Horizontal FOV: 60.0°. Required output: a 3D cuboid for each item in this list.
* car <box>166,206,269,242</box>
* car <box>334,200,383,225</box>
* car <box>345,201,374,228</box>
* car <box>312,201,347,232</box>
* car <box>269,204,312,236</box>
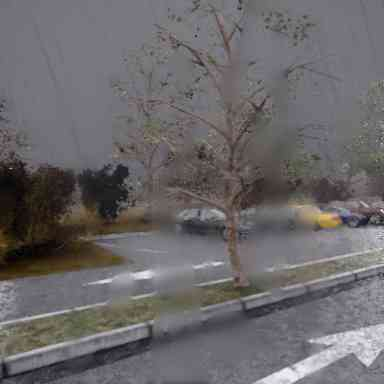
[{"bbox_3d":[0.954,1.522,16.614,4.892,1.521,2.231,-1,-1,35],"label":"car"},{"bbox_3d":[12.015,1.384,24.463,4.553,1.767,2.185,-1,-1,35],"label":"car"},{"bbox_3d":[9.297,1.541,22.472,4.792,1.488,2.163,-1,-1,35],"label":"car"},{"bbox_3d":[6.345,1.515,20.627,5.366,1.575,1.946,-1,0,35],"label":"car"},{"bbox_3d":[3.733,1.520,18.563,4.892,1.521,2.231,-1,0,35],"label":"car"}]
